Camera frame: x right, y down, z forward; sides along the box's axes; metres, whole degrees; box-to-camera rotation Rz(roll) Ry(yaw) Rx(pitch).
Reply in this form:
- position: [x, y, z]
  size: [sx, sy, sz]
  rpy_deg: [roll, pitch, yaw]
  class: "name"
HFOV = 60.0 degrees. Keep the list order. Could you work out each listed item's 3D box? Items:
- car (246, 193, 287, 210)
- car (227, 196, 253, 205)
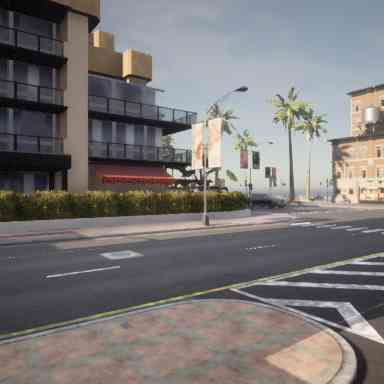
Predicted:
- position: [9.946, 1.220, 44.473]
  size: [2.150, 2.045, 5.566]
  rpy_deg: [0, 0, -35]
  class: "car"
- position: [8.487, 1.505, 59.137]
  size: [1.837, 1.490, 4.892]
  rpy_deg: [0, 0, -35]
  class: "car"
